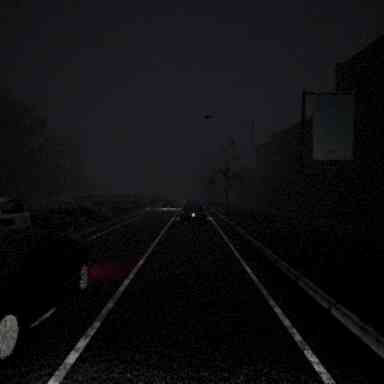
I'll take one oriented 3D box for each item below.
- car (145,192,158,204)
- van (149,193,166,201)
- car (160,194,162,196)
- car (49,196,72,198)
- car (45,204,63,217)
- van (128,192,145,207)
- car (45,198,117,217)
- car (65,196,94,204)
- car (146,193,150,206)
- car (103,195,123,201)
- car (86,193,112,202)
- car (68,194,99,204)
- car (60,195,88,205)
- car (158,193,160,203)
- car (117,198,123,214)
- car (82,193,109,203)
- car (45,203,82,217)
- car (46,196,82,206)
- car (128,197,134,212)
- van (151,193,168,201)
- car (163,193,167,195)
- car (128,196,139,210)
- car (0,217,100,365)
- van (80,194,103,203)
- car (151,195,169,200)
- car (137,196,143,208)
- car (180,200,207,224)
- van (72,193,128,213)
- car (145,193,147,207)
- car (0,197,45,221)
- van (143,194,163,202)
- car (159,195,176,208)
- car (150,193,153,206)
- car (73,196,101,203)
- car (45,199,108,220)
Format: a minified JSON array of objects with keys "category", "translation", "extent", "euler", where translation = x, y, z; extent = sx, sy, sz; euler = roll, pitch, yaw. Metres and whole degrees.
[{"category":"car","translation":[-8.892,1.301,54.380],"extent":[5.566,2.045,2.435],"euler":[0,0,0]},{"category":"van","translation":[-9.086,1.380,88.025],"extent":[4.442,1.987,1.878],"euler":[0,0,0]},{"category":"car","translation":[-8.931,1.585,65.592],"extent":[4.892,1.521,2.231],"euler":[0,0,0]},{"category":"car","translation":[-22.006,1.552,53.989],"extent":[4.892,1.521,2.231],"euler":[0,0,0]},{"category":"car","translation":[-8.860,1.460,15.141],"extent":[4.892,1.521,2.231],"euler":[0,0,0]},{"category":"van","translation":[-8.788,1.295,43.167],"extent":[4.442,1.987,1.878],"euler":[0,0,0]},{"category":"car","translation":[-9.066,1.470,26.347],"extent":[5.366,1.575,1.946],"euler":[0,0,0]},{"category":"car","translation":[-21.987,1.612,65.093],"extent":[4.792,1.488,2.163],"euler":[0,0,0]},{"category":"car","translation":[-8.881,1.411,48.773],"extent":[4.553,1.767,2.185],"euler":[0,0,0]},{"category":"car","translation":[-22.050,1.589,92.858],"extent":[4.892,1.521,2.231],"euler":[0,0,0]},{"category":"car","translation":[-22.007,1.365,78.973],"extent":[5.566,2.045,2.435],"euler":[0,0,0]},{"category":"car","translation":[-22.049,1.339,67.869],"extent":[5.566,2.045,2.435],"euler":[0,0,0]},{"category":"car","translation":[-22.043,1.449,62.316],"extent":[4.553,1.767,2.185],"euler":[0,0,0]},{"category":"car","translation":[-8.896,1.309,57.184],"extent":[5.566,2.045,2.435],"euler":[0,0,0]},{"category":"car","translation":[-8.914,1.511,29.150],"extent":[4.792,1.488,2.163],"euler":[0,0,0]},{"category":"car","translation":[-22.060,1.363,76.196],"extent":[5.566,2.045,2.435],"euler":[0,0,0]},{"category":"car","translation":[-8.839,1.489,17.939],"extent":[4.792,1.488,2.163],"euler":[0,0,0]},{"category":"car","translation":[-21.819,1.556,56.766],"extent":[5.366,1.575,1.946],"euler":[0,0,0]},{"category":"car","translation":[-8.863,1.526,34.757],"extent":[4.792,1.488,2.163],"euler":[0,0,0]},{"category":"van","translation":[-8.857,1.371,90.827],"extent":[4.442,1.987,1.878],"euler":[0,0,0]},{"category":"car","translation":[-8.921,1.356,74.004],"extent":[5.566,2.045,2.435],"euler":[0,0,0]},{"category":"car","translation":[-8.867,1.534,37.560],"extent":[4.792,1.488,2.163],"euler":[0,0,0]},{"category":"car","translation":[-3.350,1.474,5.982],"extent":[1.882,1.535,5.008],"euler":[0,0,0]},{"category":"van","translation":[-22.145,1.380,73.420],"extent":[4.442,1.987,1.878],"euler":[0,0,0]},{"category":"car","translation":[-8.972,1.584,93.635],"extent":[5.008,1.535,2.097],"euler":[0,0,0]},{"category":"car","translation":[-8.895,1.512,40.363],"extent":[5.008,1.535,2.097],"euler":[0,0,0]},{"category":"car","translation":[0.098,1.565,25.032],"extent":[1.994,1.385,4.181],"euler":[0,0,0]},{"category":"van","translation":[-8.772,1.263,31.954],"extent":[4.442,1.987,1.878],"euler":[0,0,0]},{"category":"car","translation":[-8.940,1.403,45.970],"extent":[4.553,1.767,2.185],"euler":[0,0,0]},{"category":"car","translation":[-8.888,1.208,12.334],"extent":[5.566,2.045,2.435],"euler":[0,0,0]},{"category":"van","translation":[-9.070,1.389,76.804],"extent":[4.442,1.987,1.878],"euler":[0,0,0]},{"category":"car","translation":[-3.326,1.611,49.444],"extent":[2.033,1.411,5.357],"euler":[0,0,0]},{"category":"car","translation":[-8.886,1.419,51.577],"extent":[4.553,1.767,2.185],"euler":[0,0,0]},{"category":"car","translation":[-22.210,1.595,70.645],"extent":[5.366,1.575,1.946],"euler":[0,0,0]},{"category":"car","translation":[-8.871,1.466,23.547],"extent":[5.008,1.535,2.097],"euler":[0,0,0]}]
